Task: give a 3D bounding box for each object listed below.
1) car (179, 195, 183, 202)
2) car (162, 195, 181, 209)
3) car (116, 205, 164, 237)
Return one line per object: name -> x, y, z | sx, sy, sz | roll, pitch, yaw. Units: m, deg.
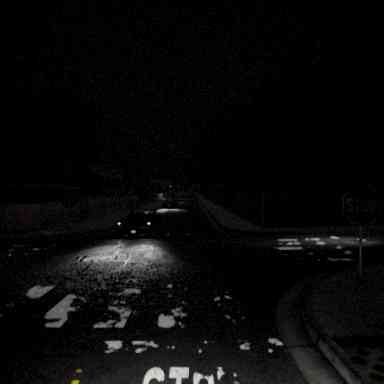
car -> -2.945, 1.330, 69.664 | 1.837, 1.490, 4.892 | 0, 0, 0
car -> -2.871, 1.511, 43.952 | 1.994, 1.385, 4.181 | 0, 0, 0
car -> -2.800, 1.589, 18.165 | 1.895, 1.301, 4.718 | 0, 0, 0
